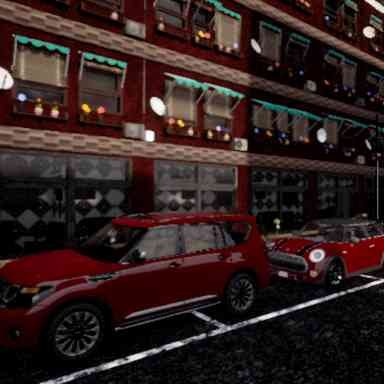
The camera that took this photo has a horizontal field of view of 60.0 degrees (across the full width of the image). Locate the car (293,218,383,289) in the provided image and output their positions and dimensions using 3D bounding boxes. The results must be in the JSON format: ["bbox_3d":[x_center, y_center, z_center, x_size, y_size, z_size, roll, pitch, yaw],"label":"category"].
[{"bbox_3d":[3.865,1.496,9.312,4.097,1.590,1.967,0,0,-35],"label":"car"}]

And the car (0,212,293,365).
[{"bbox_3d":[-0.723,1.333,6.040,5.009,1.841,2.192,0,0,-35],"label":"car"}]
